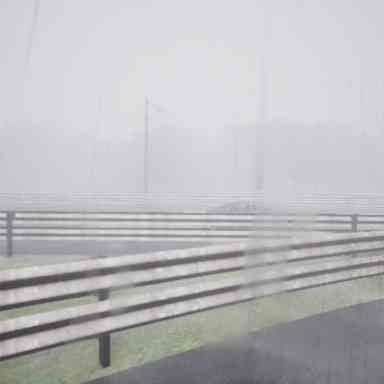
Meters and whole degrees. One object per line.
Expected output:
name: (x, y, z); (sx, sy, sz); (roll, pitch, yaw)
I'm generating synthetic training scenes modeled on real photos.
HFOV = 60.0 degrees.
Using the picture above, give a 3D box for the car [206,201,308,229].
car: (3.029, 1.195, 15.964); (4.902, 1.511, 2.128); (1, 1, -1)
